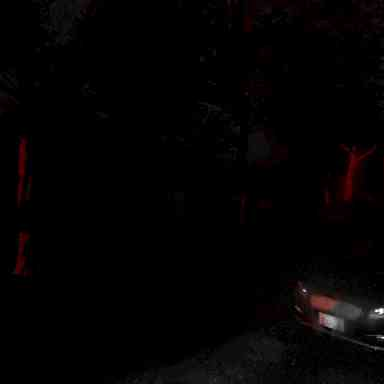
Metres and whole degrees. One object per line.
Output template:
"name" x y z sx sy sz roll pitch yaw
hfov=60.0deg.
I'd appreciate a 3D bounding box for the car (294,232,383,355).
"car" 3.842 1.511 6.021 4.902 1.511 2.128 0 0 -37
